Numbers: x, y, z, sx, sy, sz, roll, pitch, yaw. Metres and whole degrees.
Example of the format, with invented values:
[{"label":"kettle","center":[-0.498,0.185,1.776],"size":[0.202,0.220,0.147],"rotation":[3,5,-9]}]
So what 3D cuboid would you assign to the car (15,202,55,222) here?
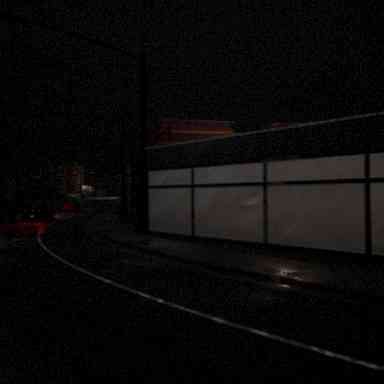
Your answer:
[{"label":"car","center":[-13.450,1.778,29.298],"size":[2.128,1.511,4.902],"rotation":[0,0,-12]}]

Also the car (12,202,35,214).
[{"label":"car","center":[-21.210,1.969,41.850],"size":[1.994,1.385,4.181],"rotation":[0,0,-35]}]

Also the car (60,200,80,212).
[{"label":"car","center":[-16.660,1.878,45.748],"size":[1.882,1.535,5.008],"rotation":[0,0,-9]}]

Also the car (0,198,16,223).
[{"label":"car","center":[-16.809,1.524,28.293],"size":[2.150,2.045,5.566],"rotation":[0,0,-12]}]
